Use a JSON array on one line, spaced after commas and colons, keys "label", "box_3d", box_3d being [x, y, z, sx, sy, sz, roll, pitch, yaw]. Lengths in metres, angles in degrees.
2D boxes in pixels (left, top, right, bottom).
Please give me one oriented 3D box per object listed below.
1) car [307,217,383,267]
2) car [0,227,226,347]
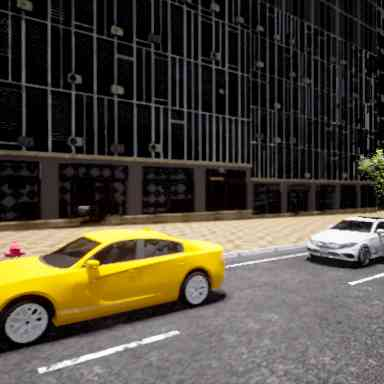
[{"label": "car", "box_3d": [6.126, 1.636, 11.956, 4.674, 1.442, 1.812, 1, 0, -35]}, {"label": "car", "box_3d": [-1.597, 1.500, 6.515, 5.008, 1.535, 1.882, 1, 0, -35]}]
